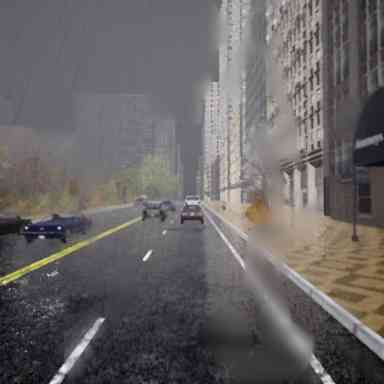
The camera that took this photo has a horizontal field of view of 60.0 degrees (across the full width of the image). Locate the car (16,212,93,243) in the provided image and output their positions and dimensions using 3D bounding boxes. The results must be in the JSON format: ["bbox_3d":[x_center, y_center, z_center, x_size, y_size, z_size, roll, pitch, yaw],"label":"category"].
[{"bbox_3d":[-6.580,1.692,16.810,1.895,1.301,4.718,0,0,0],"label":"car"}]

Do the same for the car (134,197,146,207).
[{"bbox_3d":[-9.730,1.836,63.393,2.097,1.767,4.553,0,-1,0],"label":"car"}]

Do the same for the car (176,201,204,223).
[{"bbox_3d":[0.026,1.708,26.903,2.033,1.411,5.357,0,0,0],"label":"car"}]

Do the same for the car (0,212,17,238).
[{"bbox_3d":[-9.832,1.689,16.323,1.895,1.301,4.718,0,0,0],"label":"car"}]

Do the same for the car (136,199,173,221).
[{"bbox_3d":[-3.133,1.667,28.793,2.128,1.511,4.902,0,0,0],"label":"car"}]

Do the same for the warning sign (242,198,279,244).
[{"bbox_3d":[2.836,1.189,13.980,1.300,1.860,1.060,-1,-2,0],"label":"warning sign"}]

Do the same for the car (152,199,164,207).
[{"bbox_3d":[-6.478,2.008,63.325,1.812,1.442,4.674,0,-1,0],"label":"car"}]

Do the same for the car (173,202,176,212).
[{"bbox_3d":[-3.141,1.823,43.933,1.812,1.442,4.674,0,0,0],"label":"car"}]

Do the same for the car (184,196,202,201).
[{"bbox_3d":[0.099,1.527,44.598,2.150,2.045,5.566,0,0,0],"label":"car"}]
